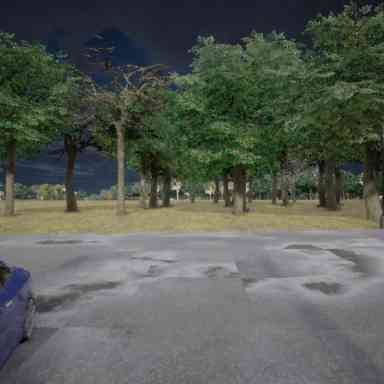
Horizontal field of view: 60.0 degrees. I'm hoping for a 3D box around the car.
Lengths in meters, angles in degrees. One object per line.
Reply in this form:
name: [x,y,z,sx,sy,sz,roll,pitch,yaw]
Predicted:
car: [-2.998,1.528,3.574,1.812,1.442,4.674,1,0,-15]
